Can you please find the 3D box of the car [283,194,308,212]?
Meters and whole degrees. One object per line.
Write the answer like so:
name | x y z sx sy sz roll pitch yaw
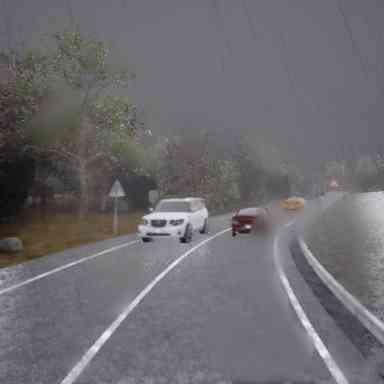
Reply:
car | 10.981 1.254 35.184 1.882 1.535 5.008 -2 1 27

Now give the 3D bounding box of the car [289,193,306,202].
car | 17.517 0.919 55.151 1.895 1.301 4.718 -2 1 27

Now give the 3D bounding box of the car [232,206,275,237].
car | 3.472 1.510 18.335 1.882 1.535 5.008 -2 0 18

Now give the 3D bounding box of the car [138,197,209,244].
car | -0.695 1.314 16.691 2.150 2.045 5.566 -1 -1 16
